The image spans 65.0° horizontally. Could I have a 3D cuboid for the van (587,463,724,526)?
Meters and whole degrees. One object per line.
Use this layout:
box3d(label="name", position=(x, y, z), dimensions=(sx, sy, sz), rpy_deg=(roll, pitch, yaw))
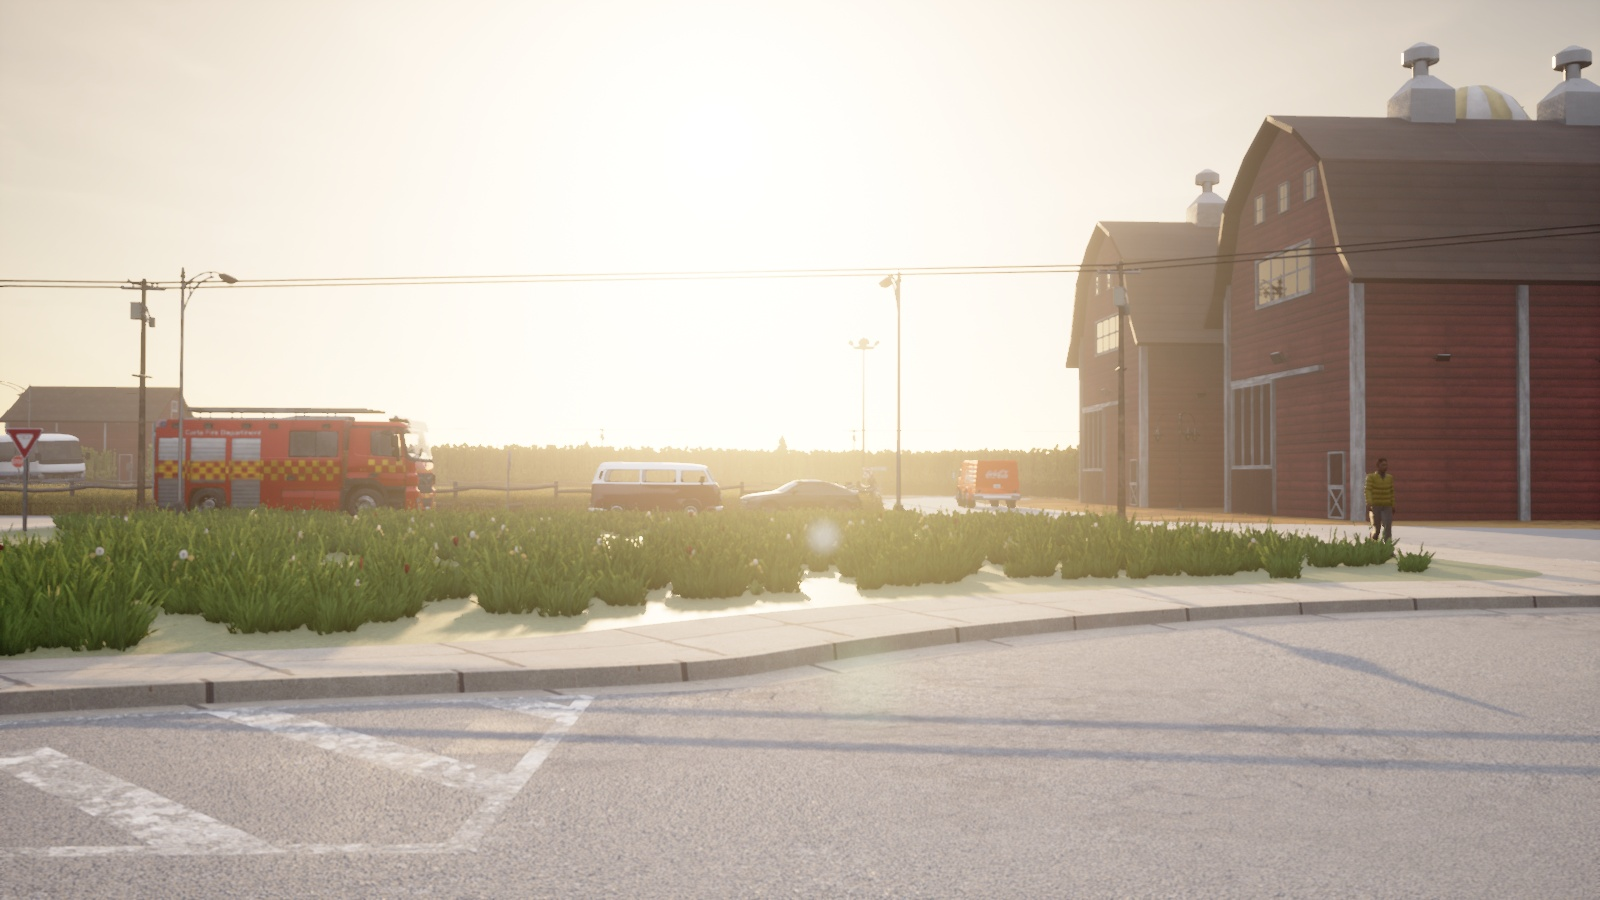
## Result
box3d(label="van", position=(-4.827, 1.491, 42.511), dimensions=(4.480, 2.038, 2.069), rpy_deg=(0, -1, -3))

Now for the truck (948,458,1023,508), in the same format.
box3d(label="truck", position=(9.626, 1.715, 65.528), dimensions=(2.627, 2.467, 5.204), rpy_deg=(0, -1, -6))

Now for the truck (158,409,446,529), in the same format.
box3d(label="truck", position=(-16.461, 0.644, 41.978), dimensions=(8.468, 3.827, 2.891), rpy_deg=(0, -1, -3))

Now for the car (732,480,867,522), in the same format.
box3d(label="car", position=(-0.030, 1.857, 46.517), dimensions=(4.674, 1.442, 1.812), rpy_deg=(0, -1, -20))

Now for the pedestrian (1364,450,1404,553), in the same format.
box3d(label="pedestrian", position=(10.564, 0.924, 22.737), dimensions=(0.431, 1.840, 0.709), rpy_deg=(0, -1, 6))
